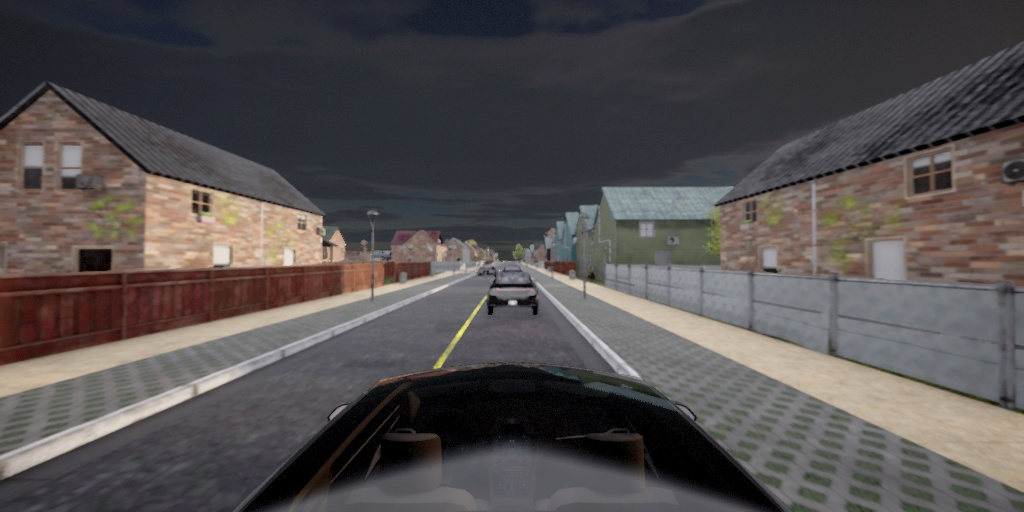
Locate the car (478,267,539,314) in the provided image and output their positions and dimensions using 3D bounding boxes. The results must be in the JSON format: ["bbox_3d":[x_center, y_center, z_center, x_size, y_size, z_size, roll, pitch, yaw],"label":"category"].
[{"bbox_3d":[0.044,1.349,14.246,2.128,1.511,4.902,0,0,0],"label":"car"}]

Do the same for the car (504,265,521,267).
[{"bbox_3d":[0.042,1.477,29.240,2.128,1.511,4.902,0,0,0],"label":"car"}]

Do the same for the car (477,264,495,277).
[{"bbox_3d":[-2.804,1.650,40.966,1.994,1.385,4.181,0,-1,1],"label":"car"}]
